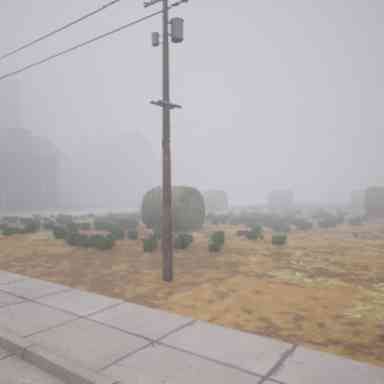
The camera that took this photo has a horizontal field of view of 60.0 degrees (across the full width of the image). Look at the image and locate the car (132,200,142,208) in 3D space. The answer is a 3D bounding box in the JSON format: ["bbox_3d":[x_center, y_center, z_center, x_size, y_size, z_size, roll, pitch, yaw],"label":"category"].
[{"bbox_3d":[-7.570,1.927,55.859,2.033,1.411,5.357,-1,0,34],"label":"car"}]
